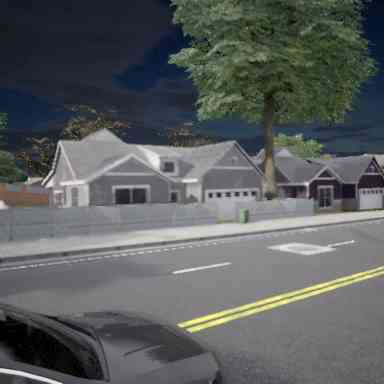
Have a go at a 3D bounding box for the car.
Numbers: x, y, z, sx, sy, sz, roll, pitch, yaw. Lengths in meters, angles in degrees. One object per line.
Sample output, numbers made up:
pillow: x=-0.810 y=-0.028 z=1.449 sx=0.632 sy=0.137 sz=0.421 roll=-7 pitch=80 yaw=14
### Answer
car: x=-1.898 y=1.506 z=2.084 sx=4.892 sy=1.490 sz=1.837 roll=0 pitch=0 yaw=-35
